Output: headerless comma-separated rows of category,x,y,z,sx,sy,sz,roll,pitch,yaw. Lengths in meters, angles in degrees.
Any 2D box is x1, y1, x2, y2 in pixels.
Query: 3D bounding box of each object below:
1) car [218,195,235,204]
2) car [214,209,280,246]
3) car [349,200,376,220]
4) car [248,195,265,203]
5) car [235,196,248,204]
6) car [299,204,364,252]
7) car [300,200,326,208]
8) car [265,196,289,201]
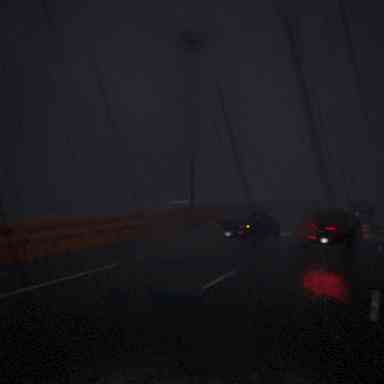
car,6.563,1.370,59.153,1.882,1.535,5.008,0,0,40
car,2.594,1.496,15.166,1.812,1.442,4.674,0,-1,31
car,13.720,1.411,27.114,2.128,1.511,4.902,0,0,32
car,11.451,1.411,54.098,1.812,1.442,4.674,0,0,40
car,9.930,1.388,57.712,1.837,1.490,4.892,0,0,40
car,5.925,1.466,13.925,1.837,1.490,4.892,0,0,30
car,10.687,1.417,28.861,2.128,1.511,4.902,0,0,32
car,13.856,1.429,51.603,2.033,1.411,5.357,0,0,39
